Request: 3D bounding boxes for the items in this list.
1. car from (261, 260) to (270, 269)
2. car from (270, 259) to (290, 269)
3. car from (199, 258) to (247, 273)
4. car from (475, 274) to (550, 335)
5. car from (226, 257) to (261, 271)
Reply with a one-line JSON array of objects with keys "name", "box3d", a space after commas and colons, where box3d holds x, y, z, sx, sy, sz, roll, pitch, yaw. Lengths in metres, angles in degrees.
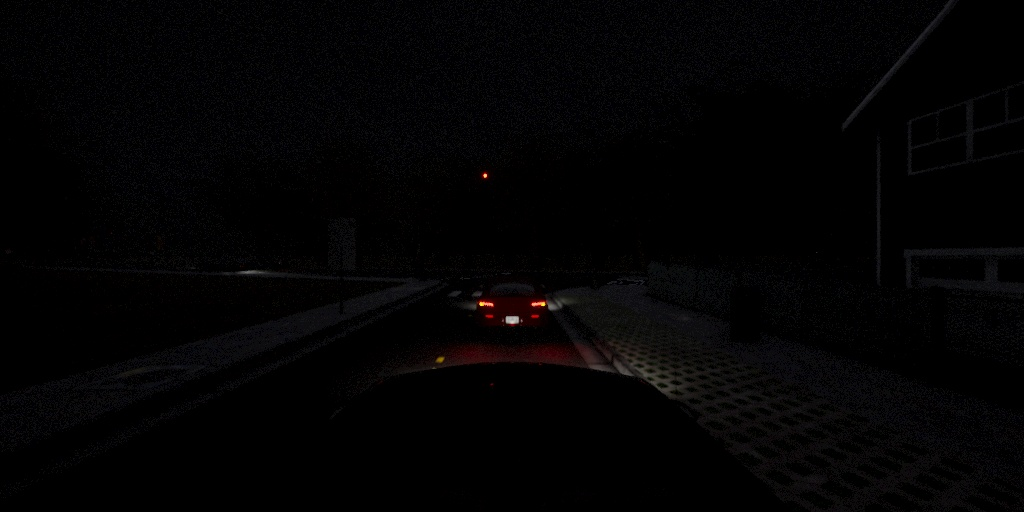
[{"name": "car", "box3d": [-36.396, 1.186, 49.955, 4.181, 1.385, 1.994, 0, 0, 24]}, {"name": "car", "box3d": [-34.816, 1.149, 52.808, 4.674, 1.442, 1.812, 0, 0, 24]}, {"name": "car", "box3d": [-33.395, 1.228, 41.434, 4.718, 1.301, 1.895, 0, 0, 24]}, {"name": "car", "box3d": [0.011, 1.246, 10.300, 1.812, 1.442, 4.674, 0, 0, 0]}, {"name": "car", "box3d": [-35.060, 1.173, 45.711, 5.357, 1.411, 2.033, 0, 0, 24]}]
